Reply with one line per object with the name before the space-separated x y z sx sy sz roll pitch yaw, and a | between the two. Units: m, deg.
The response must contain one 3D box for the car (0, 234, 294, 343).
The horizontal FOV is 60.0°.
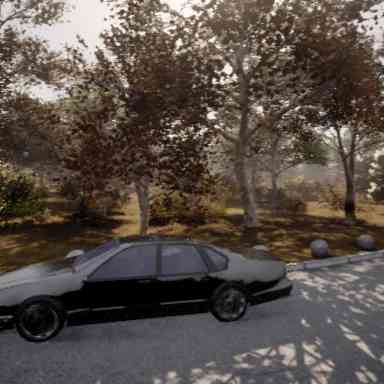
car | -0.858 1.528 6.171 5.357 1.411 2.033 0 0 -15
